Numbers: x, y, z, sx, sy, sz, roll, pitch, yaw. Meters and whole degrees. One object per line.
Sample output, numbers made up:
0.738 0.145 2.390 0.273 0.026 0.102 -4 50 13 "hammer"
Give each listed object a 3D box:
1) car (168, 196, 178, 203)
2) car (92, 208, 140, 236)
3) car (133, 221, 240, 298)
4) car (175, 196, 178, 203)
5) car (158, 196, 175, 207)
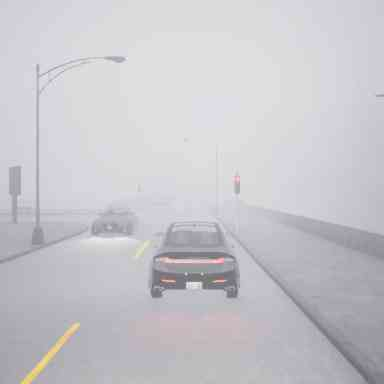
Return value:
-4.030 1.552 70.365 1.994 1.385 4.181 0 0 0 "car"
-4.071 1.563 18.286 1.994 1.385 4.181 0 0 -2 "car"
0.058 1.492 8.491 2.128 1.511 4.902 0 0 0 "car"
-4.095 1.601 60.548 1.895 1.301 4.718 0 0 0 "car"
-4.119 1.547 50.882 2.033 1.411 5.357 0 0 0 "car"
